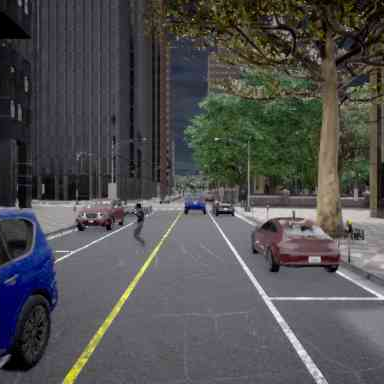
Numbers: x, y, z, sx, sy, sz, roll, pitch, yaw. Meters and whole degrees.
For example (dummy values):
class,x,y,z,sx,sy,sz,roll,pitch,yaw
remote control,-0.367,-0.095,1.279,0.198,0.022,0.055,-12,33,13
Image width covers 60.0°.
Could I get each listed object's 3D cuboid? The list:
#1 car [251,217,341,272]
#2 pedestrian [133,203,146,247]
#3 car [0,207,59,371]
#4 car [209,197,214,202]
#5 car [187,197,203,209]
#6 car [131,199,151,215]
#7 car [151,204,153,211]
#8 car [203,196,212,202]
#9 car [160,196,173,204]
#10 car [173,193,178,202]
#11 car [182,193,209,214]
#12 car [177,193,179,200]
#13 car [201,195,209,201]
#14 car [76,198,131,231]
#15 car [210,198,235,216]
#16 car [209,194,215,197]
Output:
class,x,y,z,sx,sy,sz,roll,pitch,yaw
car,3.092,1.527,10.624,1.812,1.442,4.674,0,0,1
pedestrian,-2.155,1.294,13.508,0.375,1.860,0.375,0,0,1
car,-3.076,1.221,2.763,2.150,2.045,5.566,0,0,0
car,3.090,1.557,37.408,2.008,1.369,4.403,0,0,1
car,0.472,1.531,48.235,2.128,1.511,4.902,1,0,3
car,-5.483,1.555,31.961,2.008,1.369,4.403,0,0,1
car,-5.436,1.531,37.303,1.752,1.417,4.829,0,0,1
car,3.419,1.605,74.984,1.947,1.339,4.313,0,0,1
car,-5.202,1.590,64.137,1.947,1.339,4.313,0,0,1
car,-5.059,1.598,80.507,2.008,1.369,4.403,0,0,1
car,0.382,1.225,35.421,2.150,2.045,5.566,0,0,2
car,-5.011,1.637,85.964,1.802,1.307,4.206,0,0,1
car,3.562,1.503,91.353,1.967,1.590,4.097,0,0,1
car,-5.579,1.317,20.936,2.192,1.841,5.009,0,0,1
car,3.042,1.570,31.895,1.947,1.339,4.313,0,0,1
car,3.323,1.340,64.072,2.192,1.841,5.009,0,0,1
